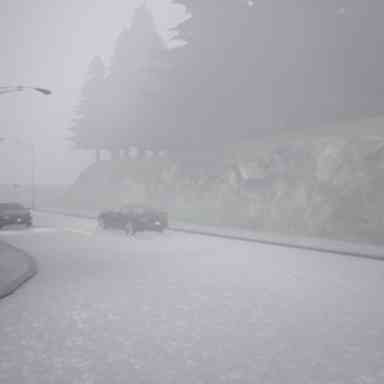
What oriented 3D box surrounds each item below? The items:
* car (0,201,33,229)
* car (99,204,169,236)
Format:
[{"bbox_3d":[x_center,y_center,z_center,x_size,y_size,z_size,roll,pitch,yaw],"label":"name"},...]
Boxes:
[{"bbox_3d":[-11.588,1.381,20.963,1.837,1.490,4.892,0,0,-42],"label":"car"},{"bbox_3d":[-3.280,1.364,17.966,1.882,1.535,5.008,0,0,-41],"label":"car"}]
